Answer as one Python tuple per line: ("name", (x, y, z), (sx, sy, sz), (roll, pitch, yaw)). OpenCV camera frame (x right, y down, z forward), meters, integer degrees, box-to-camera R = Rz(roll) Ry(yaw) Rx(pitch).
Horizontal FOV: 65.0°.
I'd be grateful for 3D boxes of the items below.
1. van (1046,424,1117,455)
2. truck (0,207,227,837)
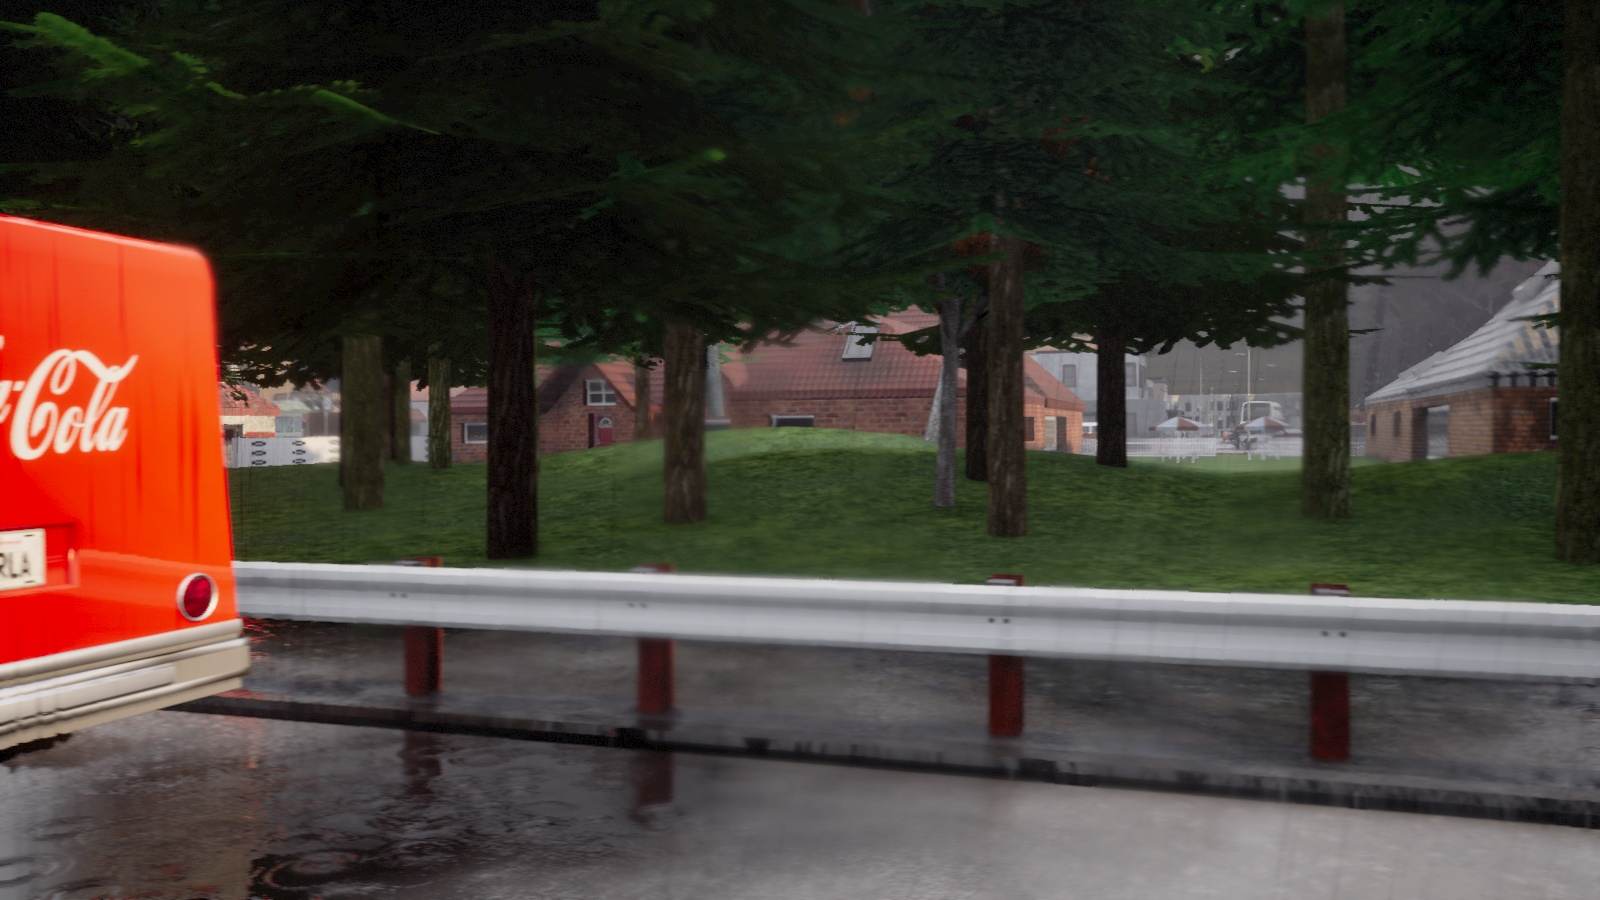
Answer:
("van", (18.852, -0.695, 84.088), (4.480, 2.038, 2.069), (0, 1, 18))
("truck", (-5.640, 0.257, 5.620), (5.204, 2.467, 2.627), (1, 1, 19))
